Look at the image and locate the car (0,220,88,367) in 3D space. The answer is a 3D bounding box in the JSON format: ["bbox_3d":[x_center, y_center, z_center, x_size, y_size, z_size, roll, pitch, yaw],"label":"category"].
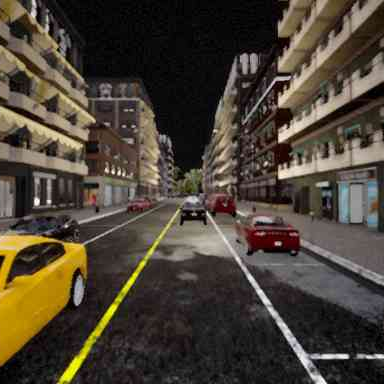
[{"bbox_3d":[-3.091,1.451,4.894,1.882,1.535,5.008,0,0,0],"label":"car"}]

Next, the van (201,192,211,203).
[{"bbox_3d":[2.692,1.010,62.791,1.690,1.788,3.998,1,0,0],"label":"van"}]

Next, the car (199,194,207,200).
[{"bbox_3d":[2.685,1.107,79.675,1.752,1.417,4.829,1,0,0],"label":"car"}]

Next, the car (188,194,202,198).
[{"bbox_3d":[0.091,1.290,44.423,1.812,1.442,4.674,0,0,0],"label":"car"}]

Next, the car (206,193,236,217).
[{"bbox_3d":[2.698,1.159,29.365,2.192,1.841,5.009,1,0,0],"label":"car"}]

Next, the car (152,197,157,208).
[{"bbox_3d":[-5.688,1.367,40.546,1.802,1.307,4.206,1,0,0],"label":"car"}]

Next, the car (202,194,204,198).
[{"bbox_3d":[2.692,1.281,46.248,1.752,1.417,4.829,1,0,0],"label":"car"}]

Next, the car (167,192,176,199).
[{"bbox_3d":[-5.697,1.090,90.686,1.947,1.339,4.313,1,0,0],"label":"car"}]

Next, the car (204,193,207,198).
[{"bbox_3d":[2.697,1.130,34.935,2.192,1.841,5.009,1,0,0],"label":"car"}]

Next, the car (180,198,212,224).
[{"bbox_3d":[0.096,1.423,23.429,2.033,1.411,5.357,0,0,0],"label":"car"}]

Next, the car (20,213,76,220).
[{"bbox_3d":[-5.682,1.497,12.691,1.947,1.339,4.313,1,0,0],"label":"car"}]

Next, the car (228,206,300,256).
[{"bbox_3d":[2.699,1.477,12.652,1.887,1.381,4.507,1,0,0],"label":"car"}]

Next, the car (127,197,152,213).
[{"bbox_3d":[-5.686,1.359,34.975,1.887,1.381,4.507,1,0,0],"label":"car"}]

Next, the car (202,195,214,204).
[{"bbox_3d":[2.690,1.243,57.221,1.887,1.381,4.507,1,0,0],"label":"car"}]

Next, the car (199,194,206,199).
[{"bbox_3d":[2.684,1.136,85.077,1.802,1.307,4.206,1,0,0],"label":"car"}]

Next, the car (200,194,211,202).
[{"bbox_3d":[2.687,1.191,68.363,2.008,1.369,4.403,1,0,0],"label":"car"}]
